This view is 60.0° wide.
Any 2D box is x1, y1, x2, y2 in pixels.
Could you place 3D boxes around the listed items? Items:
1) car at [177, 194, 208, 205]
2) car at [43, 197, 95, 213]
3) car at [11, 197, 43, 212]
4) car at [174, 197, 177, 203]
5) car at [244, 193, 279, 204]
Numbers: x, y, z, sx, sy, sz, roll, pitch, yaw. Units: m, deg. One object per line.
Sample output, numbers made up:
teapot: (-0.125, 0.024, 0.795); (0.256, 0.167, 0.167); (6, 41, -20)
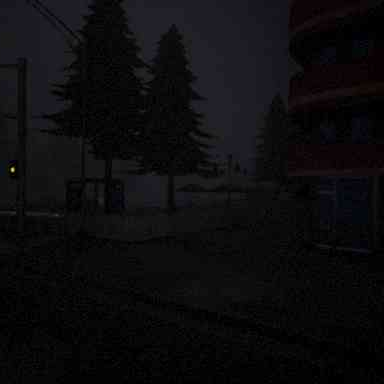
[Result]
car: (0.416, 1.230, 46.827); (4.181, 1.385, 1.994); (0, 0, -43)
car: (-11.374, 1.158, 32.123); (1.837, 1.490, 4.892); (1, 1, 36)
car: (-14.937, 1.164, 33.197); (2.033, 1.411, 5.357); (1, 1, 36)
car: (-1.039, 1.124, 50.238); (4.902, 1.511, 2.128); (0, 0, -41)
car: (9.500, 0.974, 45.176); (5.566, 2.045, 2.150); (0, 0, -36)
